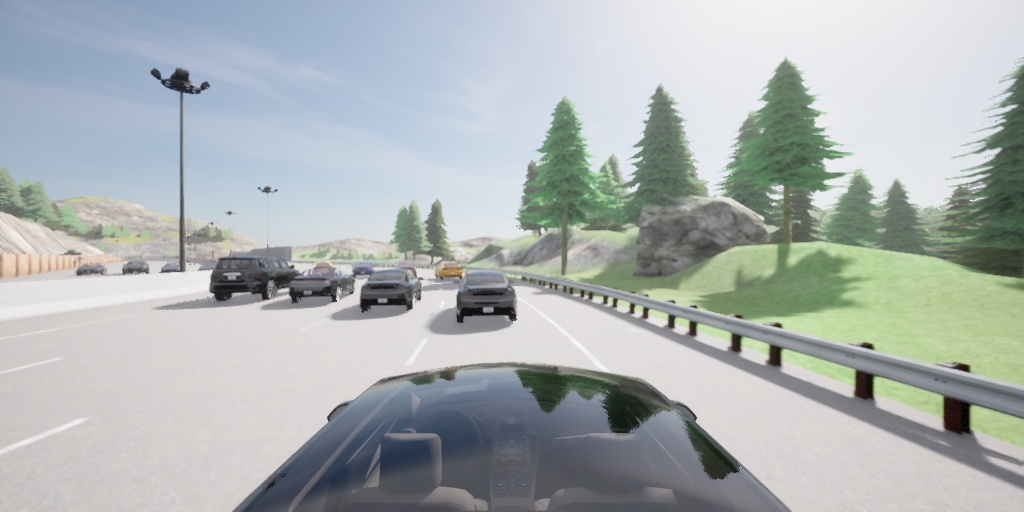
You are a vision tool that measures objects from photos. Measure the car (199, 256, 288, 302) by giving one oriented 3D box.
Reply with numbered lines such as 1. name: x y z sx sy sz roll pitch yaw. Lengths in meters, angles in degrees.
1. car: -12.444 1.020 17.834 2.150 2.045 5.566 0 0 -12

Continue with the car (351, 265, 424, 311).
1. car: -4.771 1.270 14.577 1.837 1.490 4.892 0 0 -9

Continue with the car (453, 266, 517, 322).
1. car: -0.950 1.254 12.408 1.837 1.490 4.892 0 0 -7

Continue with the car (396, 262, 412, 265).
1. car: -9.829 1.305 32.685 1.812 1.442 4.674 0 0 -22

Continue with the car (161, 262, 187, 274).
1. car: -38.813 1.453 41.261 2.033 1.411 5.357 0 0 -38

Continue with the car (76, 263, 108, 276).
1. car: -47.467 1.508 40.586 1.994 1.385 4.181 0 0 -42

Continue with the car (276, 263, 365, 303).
1. car: -8.744 1.273 16.924 2.128 1.511 4.902 0 0 -11

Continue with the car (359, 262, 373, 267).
1. car: -14.275 1.324 34.259 1.812 1.442 4.674 0 0 -23

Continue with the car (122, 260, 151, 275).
1. car: -44.733 1.283 42.769 2.097 1.767 4.553 0 0 -42

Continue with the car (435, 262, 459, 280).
1. car: -5.614 1.238 31.493 1.882 1.535 5.008 0 0 -19
